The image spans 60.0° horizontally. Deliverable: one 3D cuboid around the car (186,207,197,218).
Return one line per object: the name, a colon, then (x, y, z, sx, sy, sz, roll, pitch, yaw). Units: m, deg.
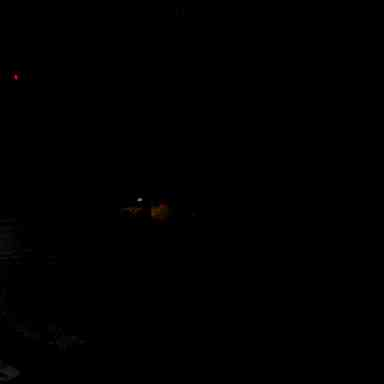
car: (1.673, 1.736, 31.915, 2.033, 1.411, 5.357, 1, 0, 35)

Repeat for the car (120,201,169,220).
car: (-4.106, 1.567, 29.379, 1.882, 1.535, 5.008, 1, 0, 35)

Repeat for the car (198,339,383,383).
car: (1.977, 1.546, 1.546, 4.507, 1.381, 1.887, 0, 1, 35)
